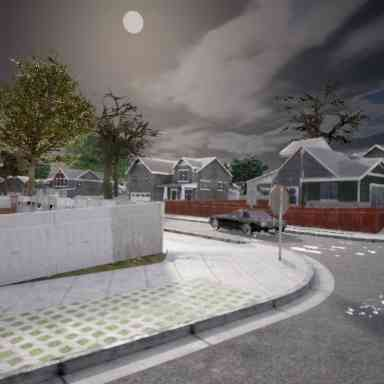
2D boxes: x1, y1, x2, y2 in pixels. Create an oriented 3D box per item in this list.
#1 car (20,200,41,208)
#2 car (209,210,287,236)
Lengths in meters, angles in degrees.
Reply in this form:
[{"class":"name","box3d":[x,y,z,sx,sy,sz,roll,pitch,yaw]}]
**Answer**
[{"class":"car","box3d":[-21.969,1.394,44.950,1.812,1.442,4.674,3,-2,-43]},{"class":"car","box3d":[2.891,1.633,18.423,1.895,1.301,4.718,3,-2,-29]}]
